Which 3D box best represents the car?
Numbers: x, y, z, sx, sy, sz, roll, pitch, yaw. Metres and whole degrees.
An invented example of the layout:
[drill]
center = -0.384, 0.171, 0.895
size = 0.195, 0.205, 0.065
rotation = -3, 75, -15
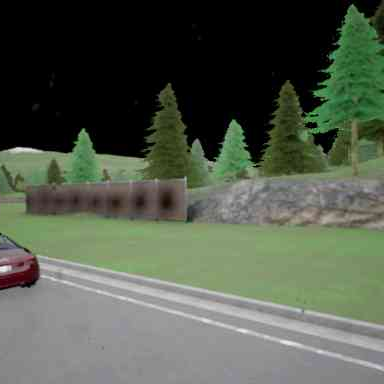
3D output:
[car]
center = -5.643, 1.640, 8.315
size = 4.181, 1.385, 1.994
rotation = -1, 0, 37
